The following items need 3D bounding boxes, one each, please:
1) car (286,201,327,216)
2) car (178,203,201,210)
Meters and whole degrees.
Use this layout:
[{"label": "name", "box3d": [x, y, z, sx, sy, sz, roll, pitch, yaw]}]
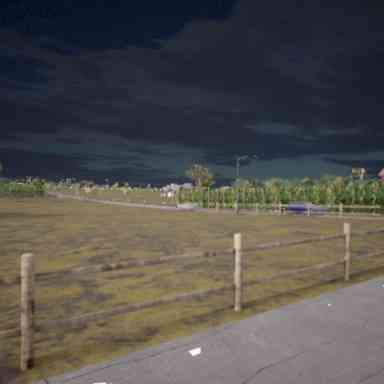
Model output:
[{"label": "car", "box3d": [13.120, 1.837, 38.279, 2.097, 1.767, 4.553, 3, -3, -35]}, {"label": "car", "box3d": [-0.336, 2.485, 57.191, 1.895, 1.301, 4.718, 3, -2, -35]}]
